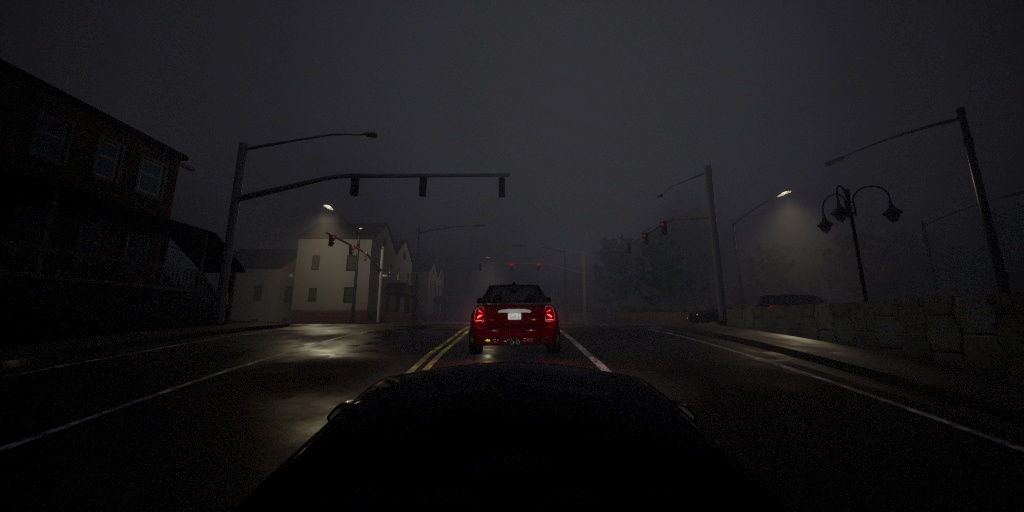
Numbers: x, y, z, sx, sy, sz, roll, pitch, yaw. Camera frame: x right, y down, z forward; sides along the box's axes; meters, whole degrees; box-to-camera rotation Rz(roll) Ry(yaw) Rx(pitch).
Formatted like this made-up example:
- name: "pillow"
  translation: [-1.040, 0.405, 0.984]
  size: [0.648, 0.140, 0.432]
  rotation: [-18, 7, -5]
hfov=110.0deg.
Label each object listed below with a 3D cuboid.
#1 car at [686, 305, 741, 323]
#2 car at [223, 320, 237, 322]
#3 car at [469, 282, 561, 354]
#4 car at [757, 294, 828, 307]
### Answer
- name: "car"
  translation: [16.300, 4.628, 28.306]
  size: [4.902, 1.511, 2.128]
  rotation: [0, -10, 1]
- name: "car"
  translation: [-19.900, 5.157, 24.901]
  size: [5.008, 1.535, 1.882]
  rotation: [-9, -10, 0]
- name: "car"
  translation: [0.058, 1.566, 10.072]
  size: [2.097, 1.767, 4.553]
  rotation: [-1, -6, 0]
- name: "car"
  translation: [19.948, 3.694, 24.664]
  size: [5.566, 2.045, 2.150]
  rotation: [0, -10, 1]
